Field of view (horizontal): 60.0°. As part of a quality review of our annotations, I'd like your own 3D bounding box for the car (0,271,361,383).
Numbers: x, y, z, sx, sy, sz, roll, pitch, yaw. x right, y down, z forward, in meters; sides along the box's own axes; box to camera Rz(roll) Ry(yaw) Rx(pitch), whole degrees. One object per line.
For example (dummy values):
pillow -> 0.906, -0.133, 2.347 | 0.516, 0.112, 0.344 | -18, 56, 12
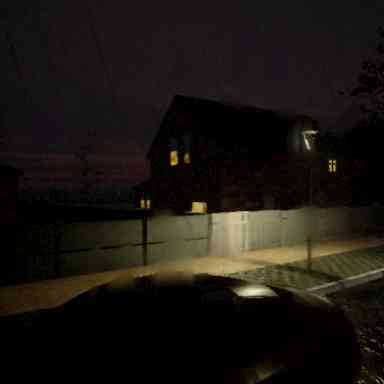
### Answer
car -> -0.412, 1.527, 2.776 | 4.674, 1.442, 1.812 | 0, 0, -35
